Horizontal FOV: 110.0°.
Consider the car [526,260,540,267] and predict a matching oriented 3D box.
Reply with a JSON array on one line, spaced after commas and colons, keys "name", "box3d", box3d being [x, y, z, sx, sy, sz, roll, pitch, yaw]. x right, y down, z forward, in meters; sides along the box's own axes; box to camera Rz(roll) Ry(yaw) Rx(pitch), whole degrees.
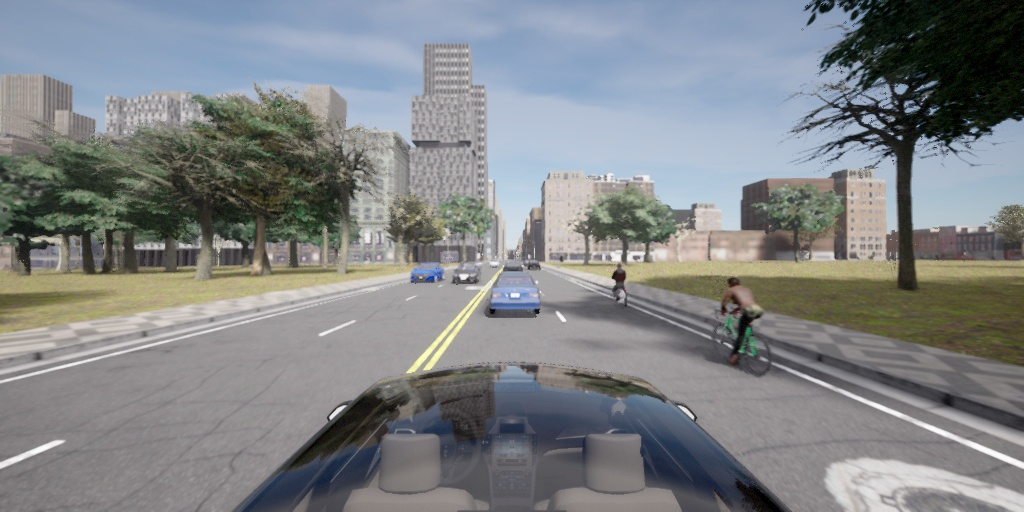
[{"name": "car", "box3d": [3.353, 1.363, 56.021, 1.882, 1.535, 5.008, 0, 0, 0]}]

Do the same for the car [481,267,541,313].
[{"name": "car", "box3d": [0.100, 1.321, 14.102, 2.033, 1.411, 5.357, 0, 0, 0]}]

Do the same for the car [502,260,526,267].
[{"name": "car", "box3d": [0.101, 1.296, 33.906, 1.882, 1.535, 5.008, 0, 0, 0]}]

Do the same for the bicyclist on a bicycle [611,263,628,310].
[{"name": "bicyclist on a bicycle", "box3d": [4.144, 1.144, 14.061, 0.659, 1.776, 1.843, 0, 0, 0]}]

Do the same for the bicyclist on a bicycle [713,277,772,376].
[{"name": "bicyclist on a bicycle", "box3d": [4.144, 1.212, 6.554, 0.582, 1.620, 1.656, 0, 0, 0]}]

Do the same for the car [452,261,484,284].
[{"name": "car", "box3d": [-3.347, 1.294, 27.272, 2.128, 1.511, 4.902, 0, 0, 0]}]

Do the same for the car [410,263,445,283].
[{"name": "car", "box3d": [-6.597, 1.283, 28.434, 1.882, 1.535, 5.008, 0, 0, 0]}]
